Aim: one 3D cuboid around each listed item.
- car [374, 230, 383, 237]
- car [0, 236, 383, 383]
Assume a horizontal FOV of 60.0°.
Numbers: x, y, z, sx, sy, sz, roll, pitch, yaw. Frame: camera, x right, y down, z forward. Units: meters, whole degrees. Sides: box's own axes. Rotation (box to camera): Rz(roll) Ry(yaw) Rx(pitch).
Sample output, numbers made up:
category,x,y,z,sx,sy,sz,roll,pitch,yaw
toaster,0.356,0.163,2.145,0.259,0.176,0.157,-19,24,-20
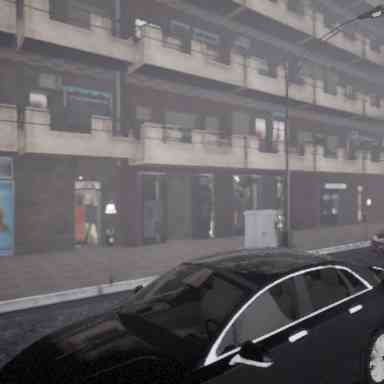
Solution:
category,x,y,z,sx,sy,sz,roll,pitch,yaw
car,8.495,1.623,12.631,4.206,1.307,1.802,0,-1,-35
car,0.509,1.505,3.738,4.892,1.490,1.837,-2,1,-35
